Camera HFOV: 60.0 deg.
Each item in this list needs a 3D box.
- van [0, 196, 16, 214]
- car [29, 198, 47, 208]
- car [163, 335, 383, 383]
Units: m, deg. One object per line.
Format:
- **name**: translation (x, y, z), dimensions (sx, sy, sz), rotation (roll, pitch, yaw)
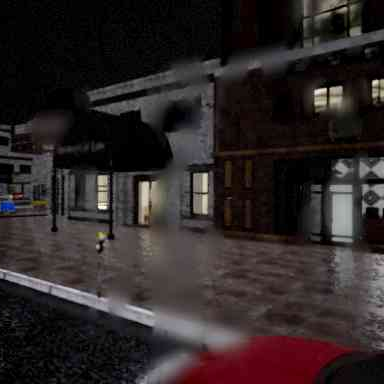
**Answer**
- **van**: translation (-18.621, 1.257, 30.851), dimensions (1.690, 1.788, 3.998), rotation (1, 0, 35)
- **car**: translation (-19.225, 1.372, 44.580), dimensions (1.752, 1.417, 4.829), rotation (1, 0, 35)
- **car**: translation (1.747, 1.548, 1.622), dimensions (4.507, 1.381, 1.887), rotation (0, 1, 35)
